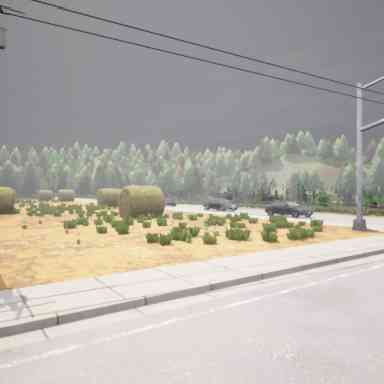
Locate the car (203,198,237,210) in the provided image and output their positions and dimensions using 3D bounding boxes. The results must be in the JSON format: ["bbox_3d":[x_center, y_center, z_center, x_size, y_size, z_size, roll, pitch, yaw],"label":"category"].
[{"bbox_3d":[3.199,1.454,38.085,2.128,1.511,4.902,0,0,-33],"label":"car"}]

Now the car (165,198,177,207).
[{"bbox_3d":[-3.917,1.528,49.224,1.994,1.385,4.181,0,0,-32],"label":"car"}]

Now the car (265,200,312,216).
[{"bbox_3d":[8.556,1.490,29.767,1.812,1.442,4.674,0,0,-33],"label":"car"}]
